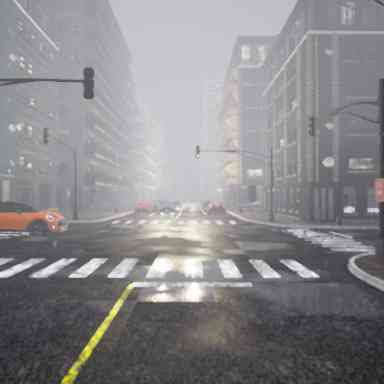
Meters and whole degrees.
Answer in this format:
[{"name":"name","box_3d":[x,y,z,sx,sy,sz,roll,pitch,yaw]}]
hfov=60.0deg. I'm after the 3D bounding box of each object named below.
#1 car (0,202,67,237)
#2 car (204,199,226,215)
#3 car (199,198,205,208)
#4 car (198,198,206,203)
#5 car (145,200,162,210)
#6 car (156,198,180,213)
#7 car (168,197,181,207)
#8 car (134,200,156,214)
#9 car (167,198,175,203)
[{"name":"car","box_3d":[-8.969,1.297,17.388,4.553,1.767,2.097,1,-1,-1]},{"name":"car","box_3d":[2.813,1.752,38.662,1.967,1.590,4.097,0,0,0]},{"name":"car","box_3d":[2.703,2.022,55.650,1.947,1.339,4.313,0,0,0]},{"name":"car","box_3d":[2.706,2.306,89.636,2.008,1.369,4.403,0,-1,0]},{"name":"car","box_3d":[-5.678,1.959,49.986,2.008,1.369,4.403,0,0,0]},{"name":"car","box_3d":[-3.072,1.899,43.376,2.033,1.411,5.357,0,0,0]},{"name":"car","box_3d":[-3.023,2.058,60.079,1.994,1.385,4.181,0,0,1]},{"name":"car","box_3d":[-5.770,1.867,39.884,1.887,1.381,4.507,0,0,0]},{"name":"car","box_3d":[-5.674,2.306,89.637,2.008,1.369,4.403,0,-1,0]}]
